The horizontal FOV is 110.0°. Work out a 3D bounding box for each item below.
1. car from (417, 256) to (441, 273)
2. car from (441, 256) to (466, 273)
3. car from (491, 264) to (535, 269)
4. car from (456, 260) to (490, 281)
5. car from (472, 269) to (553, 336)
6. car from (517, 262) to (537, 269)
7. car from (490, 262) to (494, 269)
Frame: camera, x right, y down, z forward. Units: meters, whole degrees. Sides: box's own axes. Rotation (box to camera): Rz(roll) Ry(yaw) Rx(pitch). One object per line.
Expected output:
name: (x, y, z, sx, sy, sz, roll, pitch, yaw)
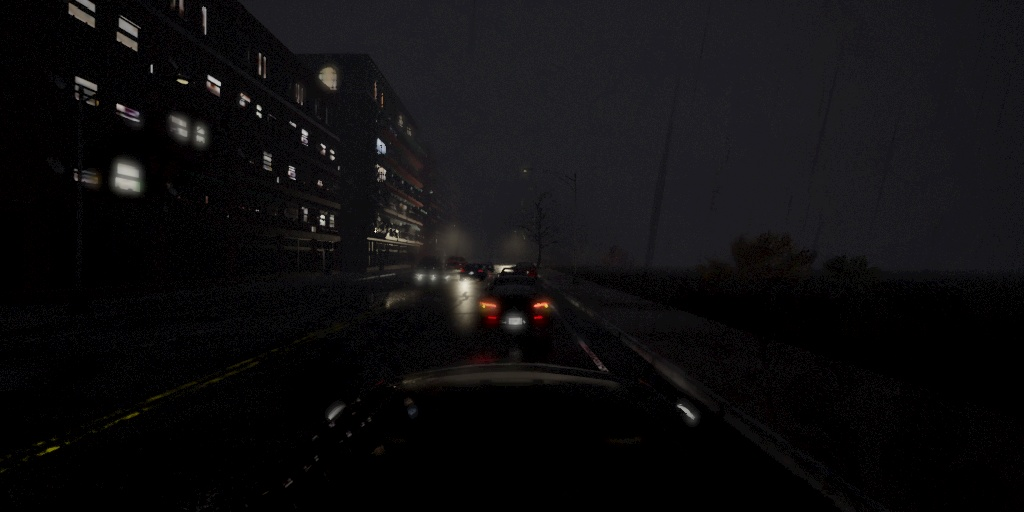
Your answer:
car: (-9.948, 0.982, 43.905, 2.150, 2.045, 5.566, 0, 0, 0)
car: (-6.699, 0.982, 43.525, 2.150, 2.045, 5.566, 0, 0, 0)
car: (0.057, 1.320, 20.407, 1.994, 1.385, 4.181, 0, 0, 0)
car: (-3.218, 1.322, 30.495, 1.994, 1.385, 4.181, 0, 0, 0)
car: (0.072, 1.279, 10.240, 1.812, 1.442, 4.674, 0, 0, 0)
car: (1.071, 1.236, 29.935, 1.882, 1.535, 5.008, 0, 0, 0)
car: (-3.250, 1.361, 45.328, 1.895, 1.301, 4.718, 0, 0, 0)
